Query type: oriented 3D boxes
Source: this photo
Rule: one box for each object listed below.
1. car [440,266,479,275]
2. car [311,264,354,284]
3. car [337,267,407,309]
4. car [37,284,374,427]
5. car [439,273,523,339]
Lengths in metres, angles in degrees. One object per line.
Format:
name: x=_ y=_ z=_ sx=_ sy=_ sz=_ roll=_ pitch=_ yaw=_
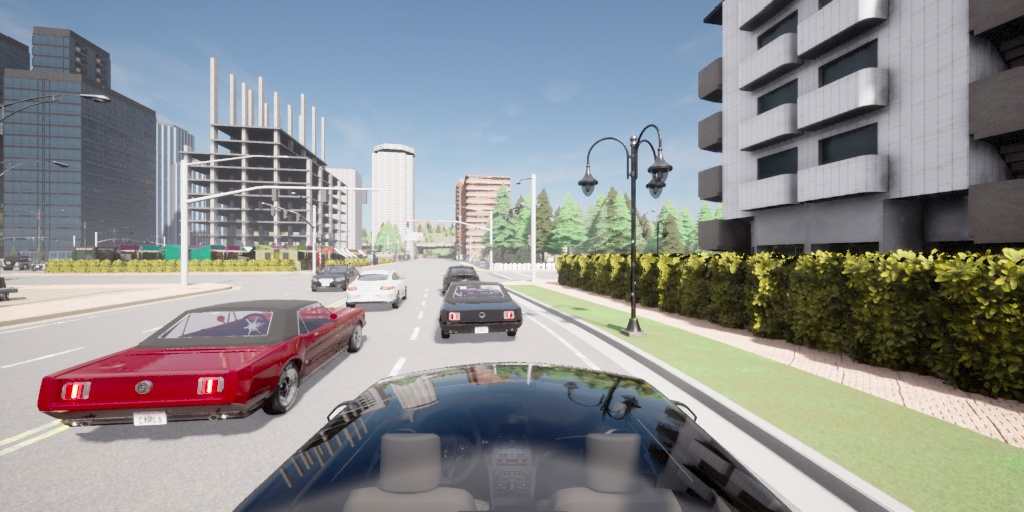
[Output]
car: x=-2.769 y=1.255 z=19.226 sx=1.837 sy=1.490 sz=4.892 roll=0 pitch=0 yaw=-11
car: x=-10.475 y=1.254 z=21.569 sx=2.128 sy=1.511 sz=4.902 roll=0 pitch=0 yaw=-12
car: x=-5.433 y=1.276 z=14.711 sx=1.812 sy=1.442 sz=4.674 roll=0 pitch=0 yaw=-11
car: x=-3.905 y=1.351 z=5.826 sx=1.895 sy=1.301 sz=4.718 roll=0 pitch=0 yaw=-7
car: x=-1.029 y=1.351 z=10.134 sx=1.895 sy=1.301 sz=4.718 roll=0 pitch=0 yaw=-9
